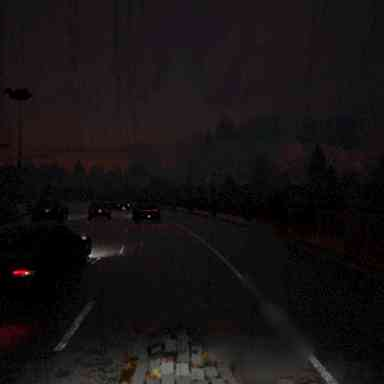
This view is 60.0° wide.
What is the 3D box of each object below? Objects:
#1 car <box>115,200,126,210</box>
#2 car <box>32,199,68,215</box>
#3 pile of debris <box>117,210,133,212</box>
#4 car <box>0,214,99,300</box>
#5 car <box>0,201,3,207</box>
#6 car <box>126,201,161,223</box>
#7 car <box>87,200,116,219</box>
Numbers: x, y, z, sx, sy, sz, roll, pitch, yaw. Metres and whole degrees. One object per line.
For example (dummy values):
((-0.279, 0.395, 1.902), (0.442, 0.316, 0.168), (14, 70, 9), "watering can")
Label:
((-8.967, 1.635, 41.109), (1.895, 1.301, 4.718), (0, 0, -24), "car")
((-10.842, 1.390, 25.643), (2.097, 1.767, 4.553), (0, 0, -15), "car")
((-7.790, 2.203, 38.494), (1.500, 0.140, 1.860), (0, 0, -22), "pile of debris")
((-3.977, 1.552, 8.533), (2.033, 1.411, 5.357), (0, 0, -6), "car")
((-27.833, 1.713, 46.838), (2.033, 1.411, 5.357), (0, 0, -31), "car")
((-3.624, 1.496, 25.682), (2.128, 1.511, 4.902), (0, 0, -15), "car")
((-8.101, 1.575, 28.914), (2.033, 1.411, 5.357), (0, 0, -18), "car")
